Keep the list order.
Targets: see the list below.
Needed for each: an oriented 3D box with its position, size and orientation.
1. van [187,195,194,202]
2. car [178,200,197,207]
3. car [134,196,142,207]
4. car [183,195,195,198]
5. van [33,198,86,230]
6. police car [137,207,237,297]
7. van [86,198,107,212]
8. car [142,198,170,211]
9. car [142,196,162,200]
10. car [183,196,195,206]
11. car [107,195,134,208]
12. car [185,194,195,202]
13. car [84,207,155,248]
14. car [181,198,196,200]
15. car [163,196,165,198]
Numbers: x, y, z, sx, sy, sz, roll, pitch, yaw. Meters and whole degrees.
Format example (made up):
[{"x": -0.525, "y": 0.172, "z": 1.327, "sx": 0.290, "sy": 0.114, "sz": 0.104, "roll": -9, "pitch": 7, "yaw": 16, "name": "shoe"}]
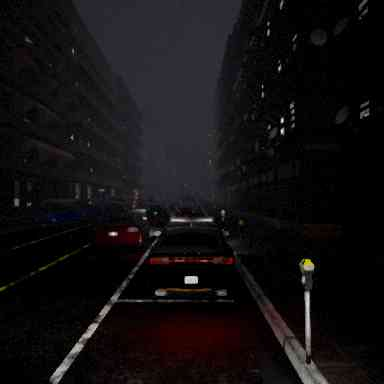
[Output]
[{"x": -0.469, "y": 1.575, "z": 87.068, "sx": 1.690, "sy": 1.788, "sz": 3.998, "roll": 1, "pitch": 0, "yaw": 0, "name": "van"}, {"x": -0.436, "y": 1.571, "z": 26.224, "sx": 1.887, "sy": 1.381, "sz": 4.507, "roll": 1, "pitch": 0, "yaw": 0, "name": "car"}, {"x": -8.311, "y": 1.378, "z": 42.876, "sx": 2.192, "sy": 1.841, "sz": 5.009, "roll": 1, "pitch": 0, "yaw": 0, "name": "car"}, {"x": -0.427, "y": 1.490, "z": 37.286, "sx": 1.967, "sy": 1.590, "sz": 4.097, "roll": 1, "pitch": 0, "yaw": 0, "name": "car"}, {"x": -8.311, "y": 1.358, "z": 20.753, "sx": 1.690, "sy": 1.788, "sz": 3.998, "roll": 2, "pitch": 0, "yaw": 0, "name": "van"}, {"x": -0.012, "y": 1.429, "z": 8.763, "sx": 1.930, "sy": 1.638, "sz": 5.238, "roll": 0, "pitch": 0, "yaw": 0, "name": "police car"}, {"x": -8.312, "y": 1.368, "z": 26.286, "sx": 1.690, "sy": 1.788, "sz": 3.998, "roll": 1, "pitch": 0, "yaw": 0, "name": "van"}, {"x": -3.020, "y": 1.567, "z": 29.791, "sx": 1.812, "sy": 1.442, "sz": 4.674, "roll": 0, "pitch": 0, "yaw": 0, "name": "car"}, {"x": -5.770, "y": 1.634, "z": 46.795, "sx": 1.812, "sy": 1.442, "sz": 4.674, "roll": 0, "pitch": 0, "yaw": 0, "name": "car"}, {"x": -0.469, "y": 1.553, "z": 59.411, "sx": 1.967, "sy": 1.590, "sz": 4.097, "roll": 1, "pitch": 0, "yaw": 0, "name": "car"}, {"x": -8.311, "y": 1.365, "z": 37.346, "sx": 2.192, "sy": 1.841, "sz": 5.009, "roll": 1, "pitch": 0, "yaw": 0, "name": "car"}, {"x": -0.468, "y": 1.521, "z": 81.536, "sx": 2.192, "sy": 1.841, "sz": 5.009, "roll": 1, "pitch": 0, "yaw": 0, "name": "car"}, {"x": -3.020, "y": 1.584, "z": 14.786, "sx": 1.994, "sy": 1.385, "sz": 4.181, "roll": 0, "pitch": 0, "yaw": 0, "name": "car"}, {"x": -0.436, "y": 1.582, "z": 31.754, "sx": 1.887, "sy": 1.381, "sz": 4.507, "roll": 1, "pitch": 0, "yaw": 0, "name": "car"}, {"x": -8.321, "y": 1.846, "z": 92.653, "sx": 1.802, "sy": 1.307, "sz": 4.206, "roll": 1, "pitch": 0, "yaw": 0, "name": "car"}]
